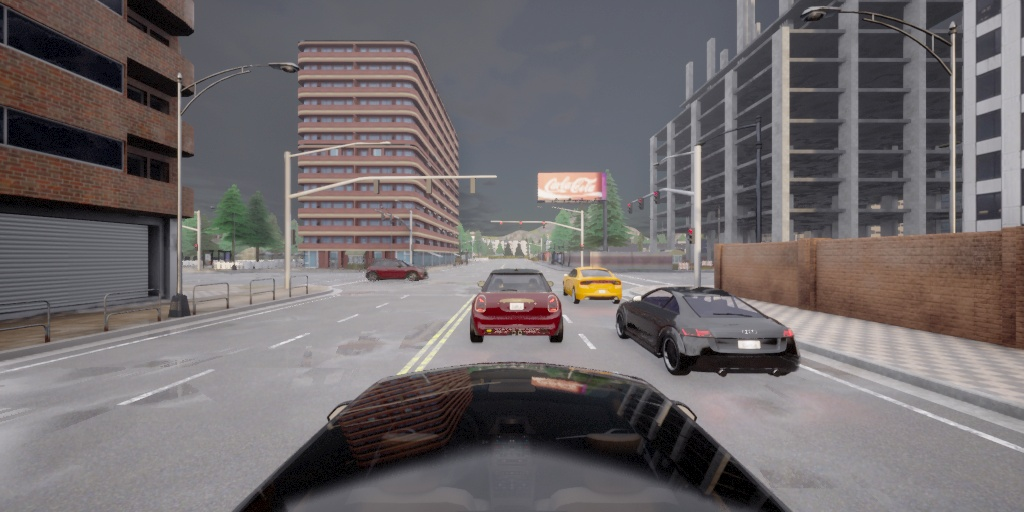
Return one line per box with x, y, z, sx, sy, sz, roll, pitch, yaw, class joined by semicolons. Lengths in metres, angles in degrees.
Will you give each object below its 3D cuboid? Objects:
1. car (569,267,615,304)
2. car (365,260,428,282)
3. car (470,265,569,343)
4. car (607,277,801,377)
3.504;1.228;16.383;1.882;1.535;5.008;0;0;0;car
-8.952;1.104;28.103;4.553;1.767;2.097;0;0;0;car
0.103;1.102;9.855;2.097;1.767;4.553;0;0;0;car
3.600;1.314;7.450;1.994;1.385;4.181;0;0;0;car
